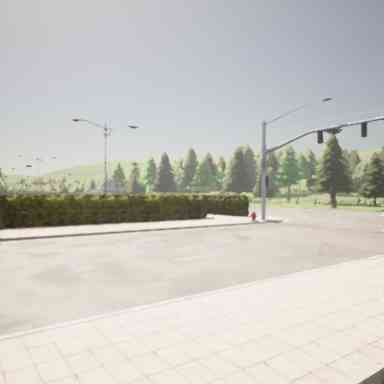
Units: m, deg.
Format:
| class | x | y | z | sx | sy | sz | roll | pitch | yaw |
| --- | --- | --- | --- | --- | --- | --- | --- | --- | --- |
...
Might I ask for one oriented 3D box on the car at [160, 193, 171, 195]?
| class | x | y | z | sx | sy | sz | roll | pitch | yaw |
| --- | --- | --- | --- | --- | --- | --- | --- | --- | --- |
| car | -6.859 | 1.363 | 81.934 | 2.150 | 2.045 | 5.566 | 0 | 0 | -35 |
